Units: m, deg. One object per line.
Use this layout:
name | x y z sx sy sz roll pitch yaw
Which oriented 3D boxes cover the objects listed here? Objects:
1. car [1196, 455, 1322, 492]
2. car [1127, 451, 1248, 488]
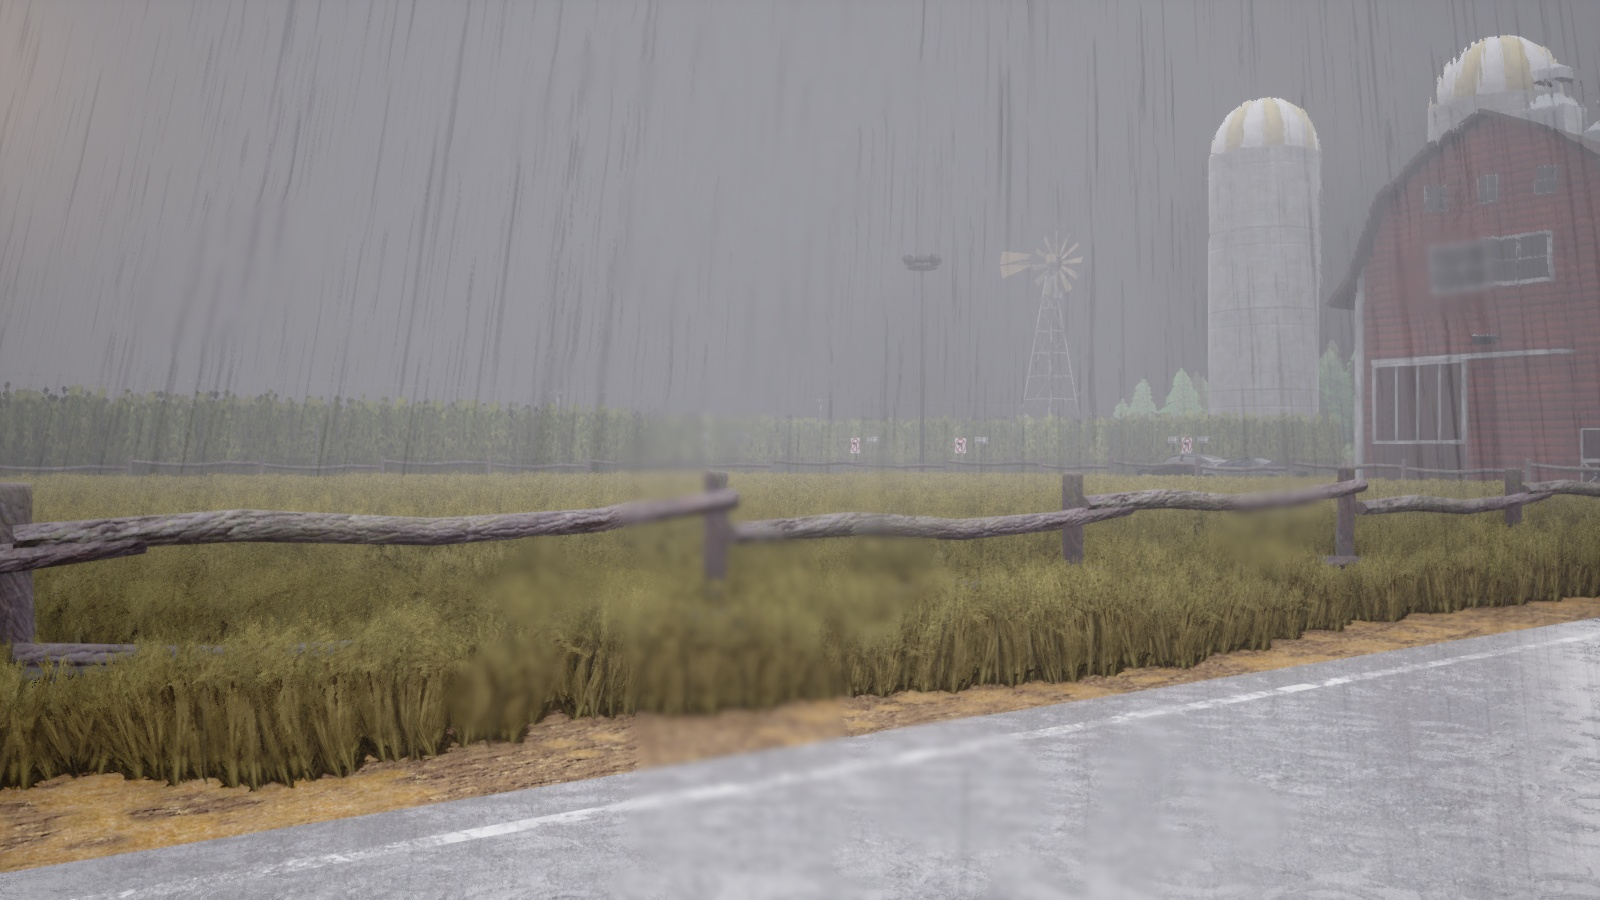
car | 17.816 0.890 48.878 1.994 1.385 4.181 0 0 -39
car | 17.080 0.822 55.614 1.882 1.535 5.008 0 0 -36
